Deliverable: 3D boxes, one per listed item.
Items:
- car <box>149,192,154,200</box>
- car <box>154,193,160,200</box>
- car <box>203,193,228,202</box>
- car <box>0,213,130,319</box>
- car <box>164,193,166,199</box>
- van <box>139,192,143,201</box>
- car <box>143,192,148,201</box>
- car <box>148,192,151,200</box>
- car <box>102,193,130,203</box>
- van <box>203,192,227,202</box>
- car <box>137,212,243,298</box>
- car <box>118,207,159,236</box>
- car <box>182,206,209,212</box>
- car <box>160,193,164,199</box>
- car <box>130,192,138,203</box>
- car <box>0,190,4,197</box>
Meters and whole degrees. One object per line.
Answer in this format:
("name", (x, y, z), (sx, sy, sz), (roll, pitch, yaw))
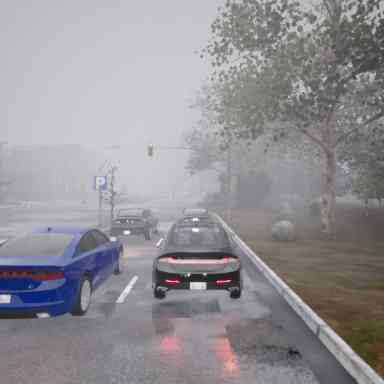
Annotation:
("car", (-12.230, 1.356, 79.735), (4.674, 1.452, 2.002), (-1, 0, -13))
("car", (-11.412, 1.354, 85.716), (4.674, 1.452, 2.002), (-1, 0, -12))
("car", (4.699, 1.139, 67.339), (4.553, 1.767, 2.185), (1, 0, -14))
("car", (-2.888, 1.487, 7.560), (1.882, 1.535, 5.008), (0, 0, 0))
("car", (-10.537, 1.313, 91.701), (5.008, 1.535, 2.097), (-1, 0, -12))
("van", (-13.207, 1.090, 70.767), (4.442, 1.987, 1.878), (-1, 0, -14))
("car", (-12.977, 1.319, 73.738), (4.892, 1.521, 2.231), (-1, 0, -14))
("car", (-12.603, 1.357, 76.733), (4.674, 1.452, 2.002), (-1, 0, -13))
("car", (-14.415, 1.356, 61.784), (4.792, 1.488, 2.163), (-1, 0, -15))
("van", (4.314, 1.040, 64.369), (4.442, 1.987, 1.878), (1, 0, -14))
("car", (0.116, 1.502, 8.494), (2.128, 1.511, 4.902), (0, 0, 0))
("car", (-2.829, 1.529, 16.991), (1.837, 1.490, 4.892), (0, 0, 1))
("car", (0.181, 1.530, 17.906), (1.837, 1.490, 4.892), (0, 0, 0))
("car", (-10.960, 1.062, 88.722), (5.566, 2.045, 2.435), (-1, 0, -12))
("car", (-13.768, 1.313, 64.775), (5.366, 1.575, 1.946), (-1, 0, -15))
("car", (-31.140, 0.135, 52.660), (2.002, 1.452, 4.674), (6, -3, -19))
